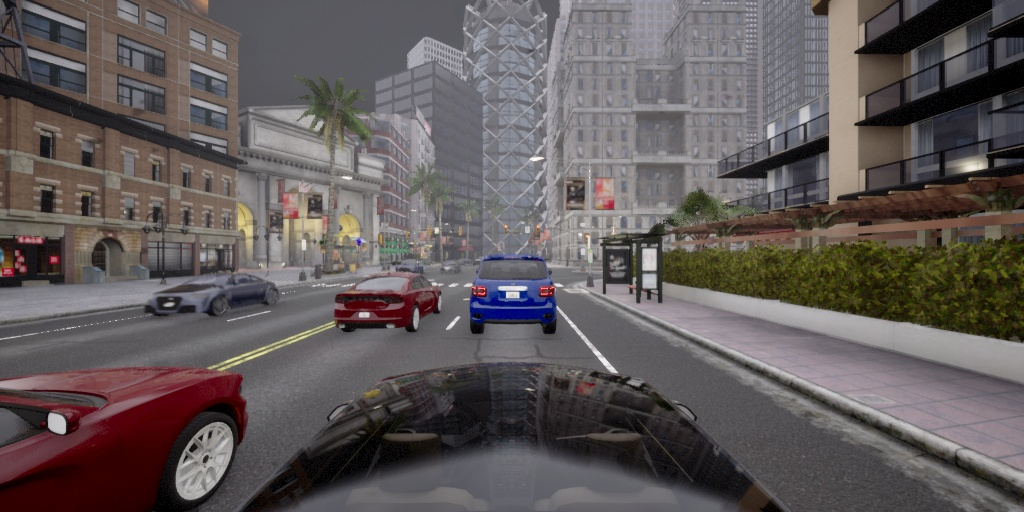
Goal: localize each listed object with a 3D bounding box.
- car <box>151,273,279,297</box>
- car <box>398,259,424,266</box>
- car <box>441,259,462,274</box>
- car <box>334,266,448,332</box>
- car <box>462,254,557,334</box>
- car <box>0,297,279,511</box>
[{"bbox_3d":[-10.597,1.314,13.070,1.994,1.385,4.181,0,0,0],"label":"car"},{"bbox_3d":[-10.592,1.102,37.408,2.097,1.767,4.553,0,0,0],"label":"car"},{"bbox_3d":[-7.091,1.241,41.756,2.128,1.511,4.902,0,0,0],"label":"car"},{"bbox_3d":[-3.441,1.228,10.873,1.882,1.535,5.008,0,0,0],"label":"car"},{"bbox_3d":[0.054,0.971,10.763,2.150,2.045,5.566,0,0,1],"label":"car"},{"bbox_3d":[-3.390,1.228,1.294,1.882,1.535,5.008,0,0,0],"label":"car"}]
